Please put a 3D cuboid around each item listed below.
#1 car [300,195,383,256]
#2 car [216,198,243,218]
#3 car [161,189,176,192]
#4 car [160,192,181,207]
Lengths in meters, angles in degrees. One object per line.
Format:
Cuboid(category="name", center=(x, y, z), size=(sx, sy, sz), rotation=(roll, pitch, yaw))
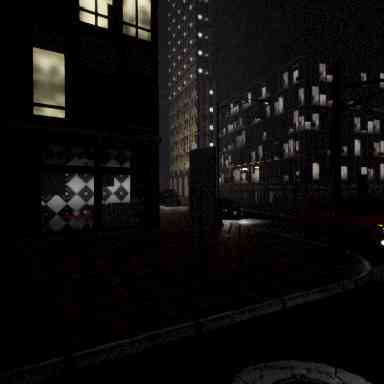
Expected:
Cuboid(category="car", center=(6.535, 1.156, 13.381), size=(2.150, 2.045, 5.566), rotation=(0, 1, -13))
Cuboid(category="car", center=(2.386, 1.241, 26.581), size=(1.837, 1.490, 4.892), rotation=(-1, 1, -19))
Cuboid(category="car", center=(-4.035, 0.537, 54.629), size=(2.150, 2.045, 5.566), rotation=(-1, 1, -18))
Cuboid(category="car", center=(-2.769, 1.041, 41.748), size=(1.812, 1.442, 4.674), rotation=(-1, 1, -19))
